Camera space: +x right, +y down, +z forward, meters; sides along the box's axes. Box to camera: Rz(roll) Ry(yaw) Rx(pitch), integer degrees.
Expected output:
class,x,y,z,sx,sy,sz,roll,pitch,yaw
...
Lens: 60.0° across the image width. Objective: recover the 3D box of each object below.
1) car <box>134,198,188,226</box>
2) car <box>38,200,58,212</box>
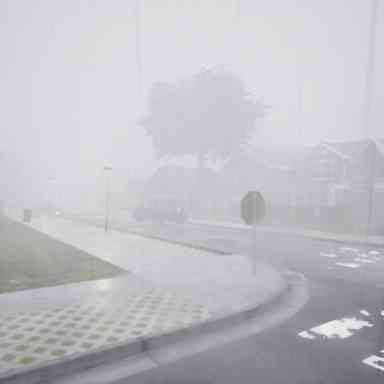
class,x,y,z,sx,sy,sz,roll,pitch,yaw
car,-2.543,1.520,26.194,2.150,2.045,5.566,1,-1,-36
car,-19.954,1.918,46.001,1.837,1.490,4.892,1,-1,-35
